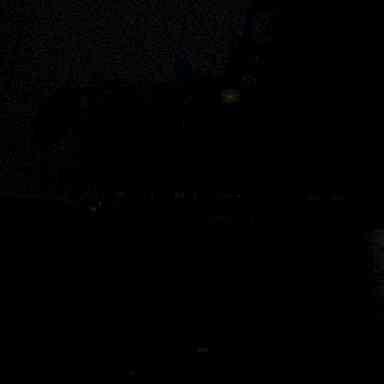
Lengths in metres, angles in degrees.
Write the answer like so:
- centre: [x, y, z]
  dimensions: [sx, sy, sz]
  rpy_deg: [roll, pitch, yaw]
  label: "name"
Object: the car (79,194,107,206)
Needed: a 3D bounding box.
- centre: [-12.184, 0.893, 40.688]
  dimensions: [2.033, 1.411, 5.357]
  rpy_deg: [-1, 2, -36]
  label: "car"
